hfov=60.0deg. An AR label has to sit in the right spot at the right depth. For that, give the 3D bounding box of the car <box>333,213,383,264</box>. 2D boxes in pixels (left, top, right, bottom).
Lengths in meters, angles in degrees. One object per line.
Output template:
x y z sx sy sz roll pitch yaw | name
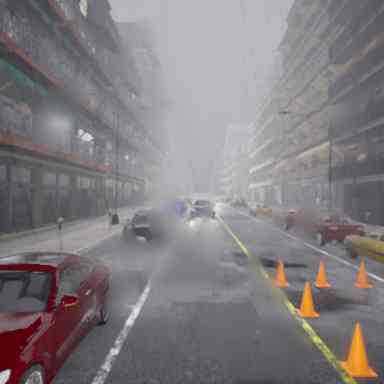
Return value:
6.236 1.613 10.102 1.752 1.417 4.829 2 0 1 | car

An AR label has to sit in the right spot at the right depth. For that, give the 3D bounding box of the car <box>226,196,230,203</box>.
7.182 1.710 55.290 1.802 1.307 4.206 2 0 1 | car

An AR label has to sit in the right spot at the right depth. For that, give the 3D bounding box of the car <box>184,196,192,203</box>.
-0.842 1.557 72.367 1.752 1.417 4.829 2 0 1 | car

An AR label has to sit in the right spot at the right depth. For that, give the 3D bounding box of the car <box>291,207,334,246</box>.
6.350 1.639 15.601 1.887 1.381 4.507 2 0 1 | car

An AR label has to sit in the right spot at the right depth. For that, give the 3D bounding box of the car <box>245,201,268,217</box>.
6.710 1.638 32.780 1.752 1.417 4.829 2 0 1 | car

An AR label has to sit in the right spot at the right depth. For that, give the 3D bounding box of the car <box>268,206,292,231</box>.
6.469 1.645 21.271 1.887 1.381 4.507 2 0 1 | car

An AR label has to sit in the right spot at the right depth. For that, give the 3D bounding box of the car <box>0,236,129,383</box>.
-2.264 1.559 4.495 1.802 1.307 4.206 2 0 1 | car

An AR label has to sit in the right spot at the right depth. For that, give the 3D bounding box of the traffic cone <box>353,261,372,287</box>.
4.215 2.016 8.236 0.340 0.580 0.340 1 0 1 | traffic cone

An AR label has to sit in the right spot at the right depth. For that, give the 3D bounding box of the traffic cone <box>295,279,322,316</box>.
2.174 1.989 6.278 0.340 0.580 0.340 1 0 1 | traffic cone

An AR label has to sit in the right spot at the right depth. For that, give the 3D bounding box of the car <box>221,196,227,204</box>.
7.421 1.574 66.627 1.967 1.590 4.097 2 0 1 | car

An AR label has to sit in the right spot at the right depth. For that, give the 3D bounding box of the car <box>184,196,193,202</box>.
-0.721 1.584 78.207 2.008 1.369 4.403 2 0 1 | car

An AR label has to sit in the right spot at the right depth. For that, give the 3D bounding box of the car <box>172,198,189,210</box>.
-1.433 1.569 44.187 2.008 1.369 4.403 2 0 1 | car

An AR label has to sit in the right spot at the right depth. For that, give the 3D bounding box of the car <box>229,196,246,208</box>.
7.065 1.566 49.619 1.967 1.590 4.097 2 0 1 | car

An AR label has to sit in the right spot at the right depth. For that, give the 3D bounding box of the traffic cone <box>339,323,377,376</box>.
2.132 1.987 4.279 0.340 0.580 0.340 1 0 1 | traffic cone

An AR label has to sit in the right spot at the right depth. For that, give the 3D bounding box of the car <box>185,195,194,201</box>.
-0.599 1.474 83.877 1.967 1.590 4.097 2 0 1 | car

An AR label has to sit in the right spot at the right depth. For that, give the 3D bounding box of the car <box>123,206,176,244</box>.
-2.026 1.556 15.836 1.947 1.339 4.313 2 0 1 | car

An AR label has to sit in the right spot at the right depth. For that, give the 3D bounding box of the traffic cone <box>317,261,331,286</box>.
3.215 2.004 8.257 0.340 0.580 0.340 1 0 1 | traffic cone

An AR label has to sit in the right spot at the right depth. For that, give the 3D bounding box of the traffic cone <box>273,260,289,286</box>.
2.216 1.992 8.278 0.340 0.580 0.340 1 0 1 | traffic cone

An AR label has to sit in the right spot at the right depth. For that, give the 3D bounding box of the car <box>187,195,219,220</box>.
0.925 1.390 28.751 2.097 1.767 4.553 1 0 1 | car

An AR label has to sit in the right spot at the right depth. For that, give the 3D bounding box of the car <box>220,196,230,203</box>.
7.655 1.688 77.966 2.008 1.369 4.403 2 0 1 | car

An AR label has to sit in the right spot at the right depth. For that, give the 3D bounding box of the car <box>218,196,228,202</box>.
7.774 1.689 83.636 2.008 1.369 4.403 2 0 1 | car

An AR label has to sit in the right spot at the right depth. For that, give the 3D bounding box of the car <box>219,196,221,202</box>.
7.537 1.680 72.297 1.887 1.381 4.507 2 0 1 | car

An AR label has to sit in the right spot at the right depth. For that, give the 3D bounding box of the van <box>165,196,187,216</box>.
-1.665 1.350 32.846 1.690 1.788 3.998 2 0 1 | van

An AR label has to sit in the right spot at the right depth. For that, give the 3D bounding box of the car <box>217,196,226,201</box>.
7.893 1.684 89.305 1.887 1.381 4.507 2 0 1 | car
